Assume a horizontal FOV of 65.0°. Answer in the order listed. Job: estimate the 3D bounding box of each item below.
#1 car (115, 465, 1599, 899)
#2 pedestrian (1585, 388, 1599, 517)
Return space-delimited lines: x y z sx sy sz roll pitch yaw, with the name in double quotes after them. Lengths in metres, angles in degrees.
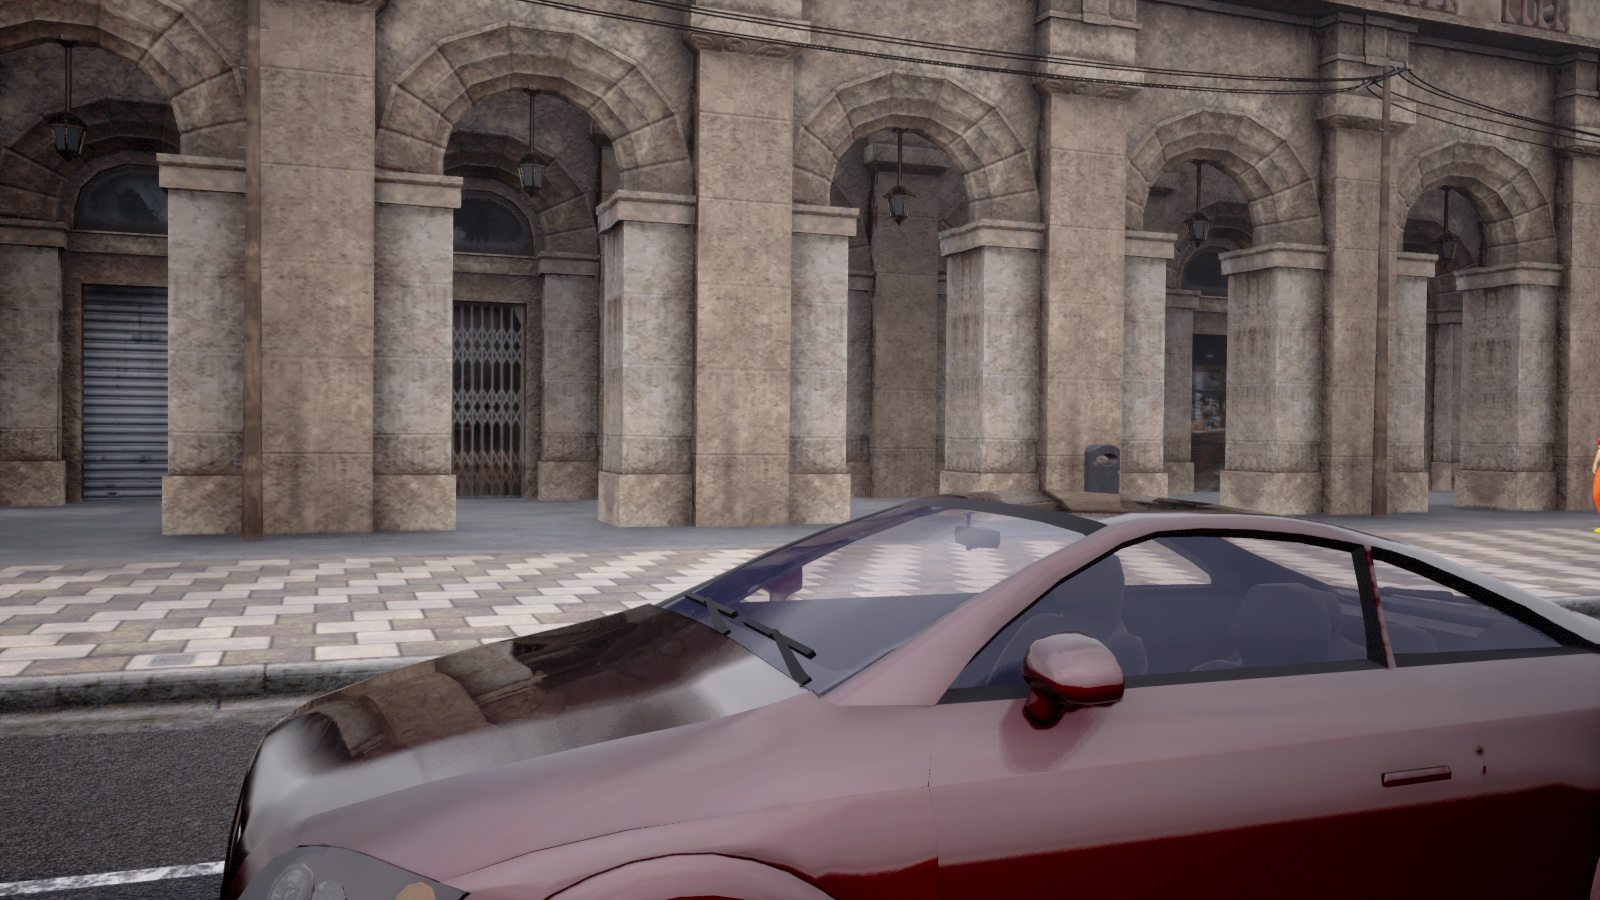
0.623 0.799 3.482 4.181 1.385 1.994 -1 1 -21 "car"
11.666 0.035 18.055 0.594 1.836 0.345 -1 1 -18 "pedestrian"
